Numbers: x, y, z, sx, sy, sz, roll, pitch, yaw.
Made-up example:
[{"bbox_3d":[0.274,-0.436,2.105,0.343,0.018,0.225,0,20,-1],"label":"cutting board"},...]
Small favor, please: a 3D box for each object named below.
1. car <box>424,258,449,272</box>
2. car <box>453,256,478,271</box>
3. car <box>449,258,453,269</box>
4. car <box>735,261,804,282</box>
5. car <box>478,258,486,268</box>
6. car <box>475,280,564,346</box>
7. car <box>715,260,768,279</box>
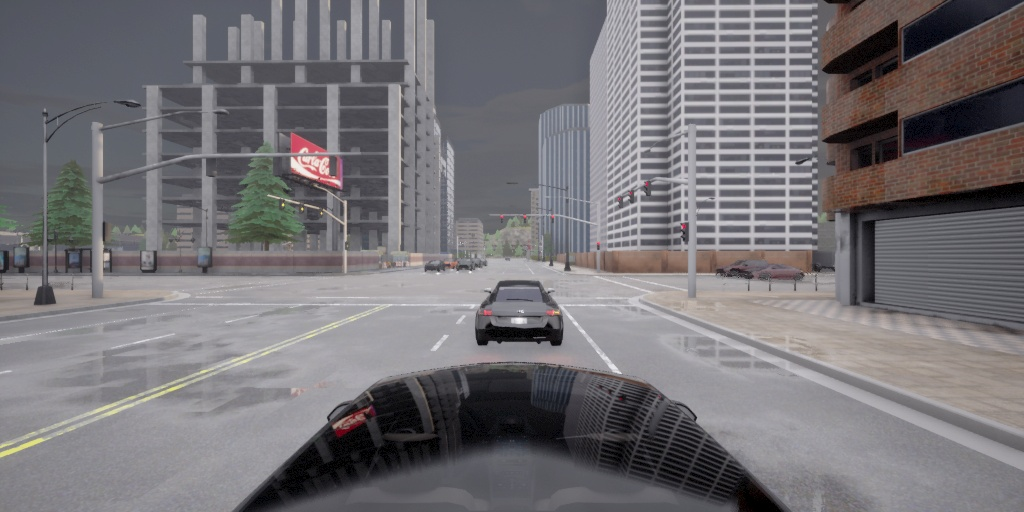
[{"bbox_3d":[-9.811,1.228,45.995,1.882,1.535,5.008,0,0,1],"label":"car"},{"bbox_3d":[-6.253,1.102,48.848,2.097,1.767,4.553,0,0,1],"label":"car"},{"bbox_3d":[-9.640,1.102,55.026,2.097,1.767,4.553,0,0,1],"label":"car"},{"bbox_3d":[20.829,1.314,28.785,4.181,1.385,1.994,0,0,1],"label":"car"},{"bbox_3d":[-6.056,1.102,59.031,2.097,1.767,4.553,0,0,1],"label":"car"},{"bbox_3d":[0.194,1.314,9.452,1.994,1.385,4.181,0,0,1],"label":"car"},{"bbox_3d":[20.914,1.103,32.284,4.553,1.767,2.097,0,0,1],"label":"car"}]
